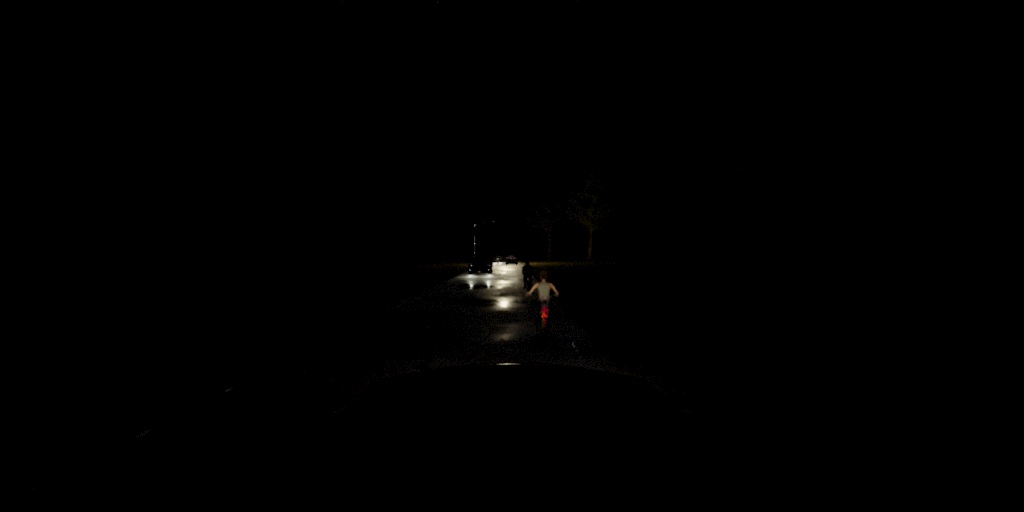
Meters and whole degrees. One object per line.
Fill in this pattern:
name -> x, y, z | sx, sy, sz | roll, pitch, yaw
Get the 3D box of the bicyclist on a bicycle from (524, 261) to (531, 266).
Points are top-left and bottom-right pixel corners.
bicyclist on a bicycle -> 0.727, 1.060, 16.494 | 0.582, 1.620, 1.656 | 0, 0, 0

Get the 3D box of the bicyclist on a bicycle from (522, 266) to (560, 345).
bicyclist on a bicycle -> 0.718, 1.123, 8.293 | 0.866, 1.612, 1.509 | 0, 1, 0

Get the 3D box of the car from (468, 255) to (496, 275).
car -> -2.906, 0.789, 33.975 | 2.097, 1.767, 4.553 | 0, 1, 0

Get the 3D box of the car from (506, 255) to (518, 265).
car -> -0.026, 0.783, 58.888 | 1.895, 1.301, 4.718 | 0, 1, 0
